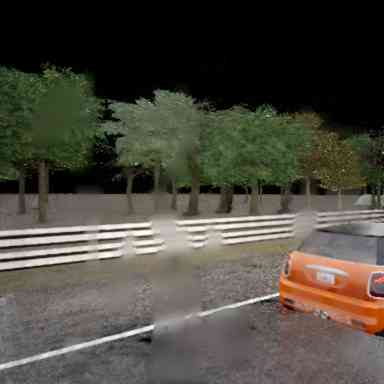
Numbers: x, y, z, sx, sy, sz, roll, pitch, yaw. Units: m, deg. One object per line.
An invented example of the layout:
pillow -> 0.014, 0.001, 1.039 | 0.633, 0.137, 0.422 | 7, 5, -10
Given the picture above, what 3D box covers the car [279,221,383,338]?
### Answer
car -> 3.834, 1.377, 6.476 | 4.553, 1.767, 2.097 | 0, 0, -35
